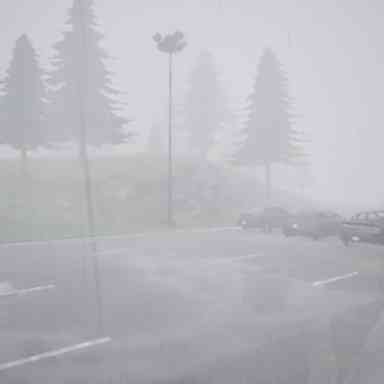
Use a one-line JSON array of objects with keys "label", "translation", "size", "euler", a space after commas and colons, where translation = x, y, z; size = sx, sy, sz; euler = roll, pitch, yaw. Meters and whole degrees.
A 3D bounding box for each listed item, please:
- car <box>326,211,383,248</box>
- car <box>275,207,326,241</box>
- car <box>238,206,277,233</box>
[{"label": "car", "translation": [8.085, 1.529, 13.826], "size": [4.902, 1.511, 2.128], "euler": [0, 0, -35]}, {"label": "car", "translation": [6.557, 1.602, 17.034], "size": [4.181, 1.385, 1.994], "euler": [0, 0, -35]}, {"label": "car", "translation": [4.804, 1.565, 20.089], "size": [4.674, 1.442, 1.812], "euler": [0, 0, -36]}]
